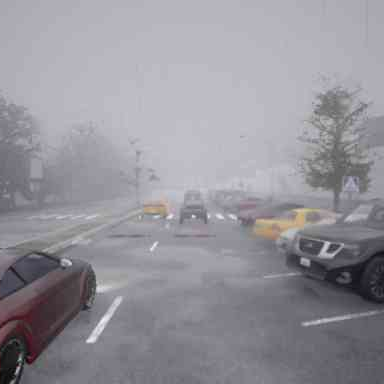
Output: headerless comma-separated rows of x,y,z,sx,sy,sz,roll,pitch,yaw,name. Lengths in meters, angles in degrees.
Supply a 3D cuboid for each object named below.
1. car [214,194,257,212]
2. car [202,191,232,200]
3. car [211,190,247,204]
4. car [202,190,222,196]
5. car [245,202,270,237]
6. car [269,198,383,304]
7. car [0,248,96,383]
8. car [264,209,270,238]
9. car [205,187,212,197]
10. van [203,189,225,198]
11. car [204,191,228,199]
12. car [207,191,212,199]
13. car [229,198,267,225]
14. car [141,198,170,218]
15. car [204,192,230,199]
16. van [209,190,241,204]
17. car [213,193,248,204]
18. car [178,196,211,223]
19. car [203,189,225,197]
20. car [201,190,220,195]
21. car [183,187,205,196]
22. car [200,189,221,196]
5.048,1.190,32.152,4.792,1.488,2.163,1,1,-20,car
4.905,0.710,64.935,5.366,1.575,1.946,0,1,-20,car
5.046,0.962,38.141,4.553,1.767,2.185,1,0,-20,car
5.105,0.244,85.903,4.792,1.488,2.163,0,1,-20,car
5.243,1.377,14.224,5.366,1.575,1.946,1,0,-20,car
5.048,1.189,8.129,5.566,2.045,2.435,1,1,-20,car
-2.900,1.535,5.005,1.994,1.385,4.181,0,0,0,car
5.075,1.449,11.151,4.674,1.452,2.002,1,1,-20,car
5.053,0.727,47.082,5.566,2.045,2.435,1,1,-20,car
4.973,0.300,73.902,4.442,1.987,1.878,0,2,-20,van
5.072,0.632,70.976,4.674,1.452,2.002,0,1,-20,car
5.068,1.016,44.117,4.892,1.521,2.231,1,0,-20,car
5.046,1.338,20.147,4.792,1.488,2.163,1,1,-20,car
-2.898,1.213,26.972,1.882,1.535,5.008,0,1,0,car
5.103,0.688,68.005,4.792,1.488,2.163,0,1,-20,car
4.970,0.715,50.035,4.442,1.987,1.878,1,1,-20,van
5.069,1.164,35.171,4.674,1.452,2.002,1,0,-20,car
0.102,1.283,23.356,1.837,1.490,4.892,0,0,0,car
5.051,0.326,76.931,4.553,1.767,2.185,0,1,-20,car
5.075,0.097,91.854,4.674,1.452,2.002,0,1,-20,car
0.104,0.789,40.769,2.150,2.045,5.566,0,1,0,car
4.906,0.130,88.806,5.366,1.575,1.946,0,2,-20,car
